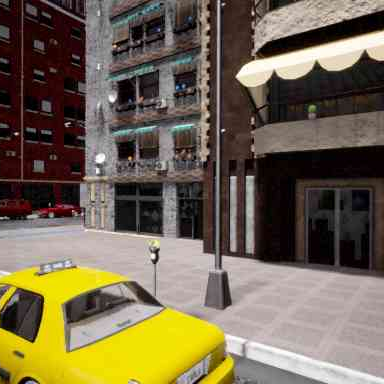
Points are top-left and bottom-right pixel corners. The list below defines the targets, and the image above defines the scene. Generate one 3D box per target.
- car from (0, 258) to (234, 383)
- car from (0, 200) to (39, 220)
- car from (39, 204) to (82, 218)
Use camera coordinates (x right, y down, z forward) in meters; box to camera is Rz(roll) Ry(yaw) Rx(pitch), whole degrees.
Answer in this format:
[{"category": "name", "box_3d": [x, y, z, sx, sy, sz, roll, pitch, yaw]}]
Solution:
[{"category": "car", "box_3d": [-1.860, 1.525, 4.191, 4.829, 1.417, 1.752, 0, 0, 35]}, {"category": "car", "box_3d": [-16.811, 1.591, 29.453, 2.192, 1.841, 5.009, -1, -2, 35]}, {"category": "car", "box_3d": [-13.526, 1.924, 34.100, 1.887, 1.381, 4.507, -1, -2, 35]}]
